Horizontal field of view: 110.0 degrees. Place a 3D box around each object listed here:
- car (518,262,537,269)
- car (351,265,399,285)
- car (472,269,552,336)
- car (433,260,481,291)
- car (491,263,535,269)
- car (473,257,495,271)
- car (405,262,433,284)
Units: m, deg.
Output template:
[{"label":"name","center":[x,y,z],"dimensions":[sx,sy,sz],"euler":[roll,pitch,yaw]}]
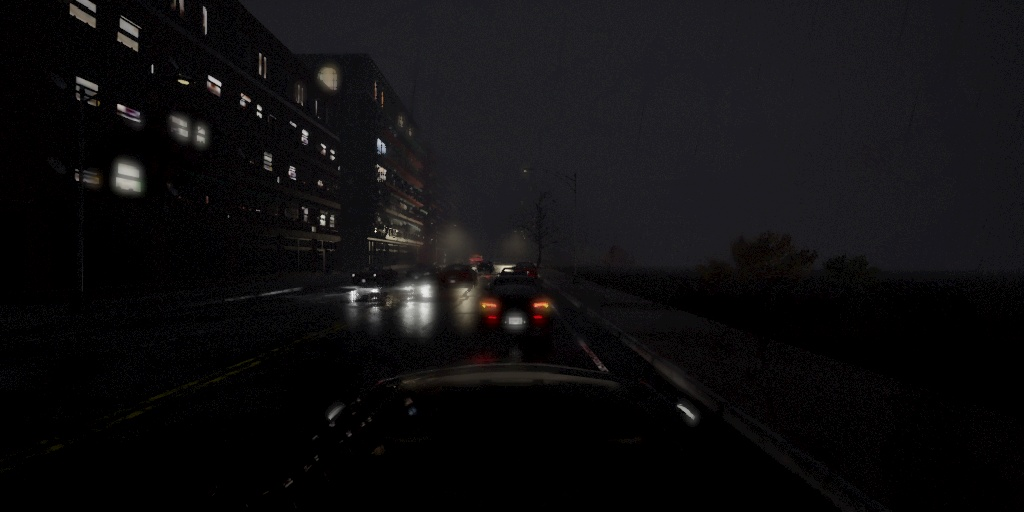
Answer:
[{"label":"car","center":[1.079,1.231,29.962],"dimensions":[1.882,1.535,5.008],"euler":[0,0,0]},{"label":"car","center":[-9.900,1.354,26.138],"dimensions":[1.895,1.301,4.718],"euler":[0,0,0]},{"label":"car","center":[0.074,1.277,10.267],"dimensions":[1.812,1.442,4.674],"euler":[0,0,0]},{"label":"car","center":[-3.192,1.230,21.755],"dimensions":[1.882,1.535,5.008],"euler":[0,0,0]},{"label":"car","center":[0.062,1.317,20.434],"dimensions":[1.994,1.385,4.181],"euler":[0,0,0]},{"label":"car","center":[-3.237,1.243,43.755],"dimensions":[2.128,1.511,4.902],"euler":[0,0,0]},{"label":"car","center":[-6.655,1.245,27.315],"dimensions":[2.128,1.511,4.902],"euler":[0,0,0]}]
